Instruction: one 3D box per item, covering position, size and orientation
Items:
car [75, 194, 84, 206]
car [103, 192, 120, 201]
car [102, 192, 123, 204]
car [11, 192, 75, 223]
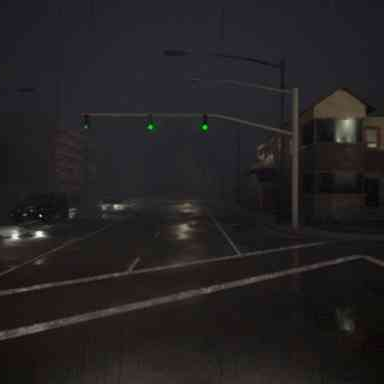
[{"bbox_3d":[-14.215,0.938,38.914,1.882,1.535,5.008,0,2,0],"label":"car"},{"bbox_3d":[-14.192,0.737,58.854,1.812,1.442,4.674,0,0,0],"label":"car"},{"bbox_3d":[-10.712,0.840,45.068,1.812,1.442,4.674,0,1,0],"label":"car"},{"bbox_3d":[-10.675,1.047,23.972,2.150,2.045,5.566,0,1,0],"label":"car"}]
